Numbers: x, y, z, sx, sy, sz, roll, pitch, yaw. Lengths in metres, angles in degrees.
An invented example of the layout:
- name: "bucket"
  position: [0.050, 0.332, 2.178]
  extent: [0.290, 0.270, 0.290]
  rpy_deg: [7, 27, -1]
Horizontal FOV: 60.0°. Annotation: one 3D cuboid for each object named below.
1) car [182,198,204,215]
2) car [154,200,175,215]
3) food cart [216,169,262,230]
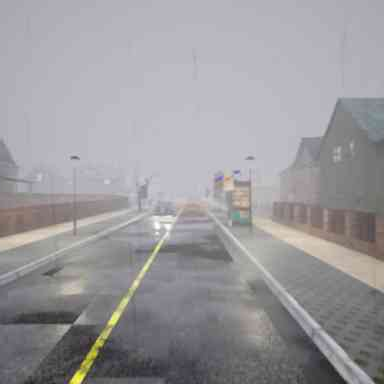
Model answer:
- name: "car"
  position: [0.012, 1.547, 34.859]
  extent: [1.882, 1.535, 5.008]
  rpy_deg: [0, 0, 0]
- name: "car"
  position: [-2.845, 1.560, 34.778]
  extent: [2.128, 1.511, 4.902]
  rpy_deg: [0, 0, 0]
- name: "food cart"
  position: [2.968, 0.501, 22.111]
  extent: [2.280, 3.560, 4.660]
  rpy_deg: [-1, -1, 0]
